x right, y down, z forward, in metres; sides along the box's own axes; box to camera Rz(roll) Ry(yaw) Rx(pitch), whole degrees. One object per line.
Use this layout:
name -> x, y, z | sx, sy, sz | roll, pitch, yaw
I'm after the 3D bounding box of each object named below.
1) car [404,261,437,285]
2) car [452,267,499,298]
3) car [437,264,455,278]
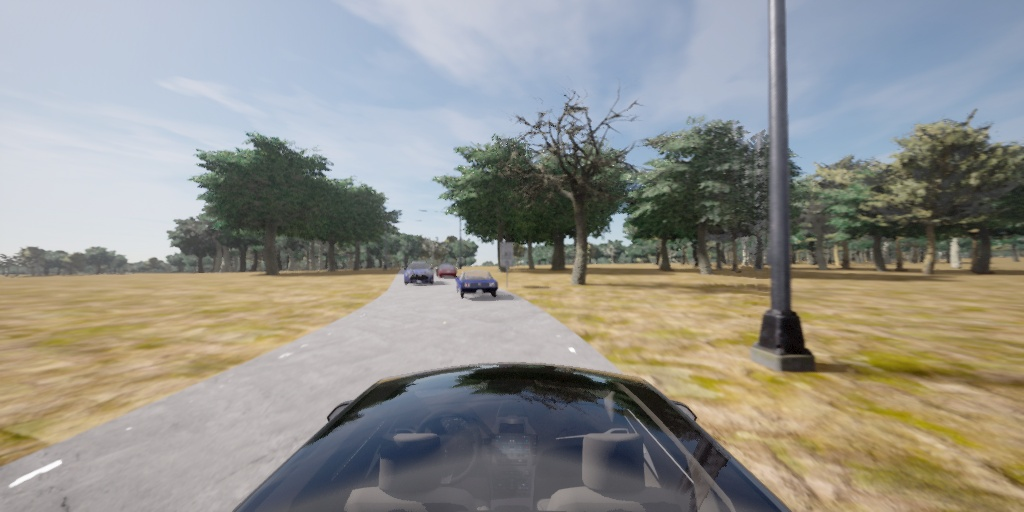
car -> -7.135, 1.241, 27.455 | 2.097, 1.767, 4.553 | 0, 0, -16
car -> -2.019, 1.439, 19.495 | 1.895, 1.301, 4.718 | 0, 0, -12
car -> -6.938, 1.528, 37.923 | 1.994, 1.385, 4.181 | 0, -1, -16
